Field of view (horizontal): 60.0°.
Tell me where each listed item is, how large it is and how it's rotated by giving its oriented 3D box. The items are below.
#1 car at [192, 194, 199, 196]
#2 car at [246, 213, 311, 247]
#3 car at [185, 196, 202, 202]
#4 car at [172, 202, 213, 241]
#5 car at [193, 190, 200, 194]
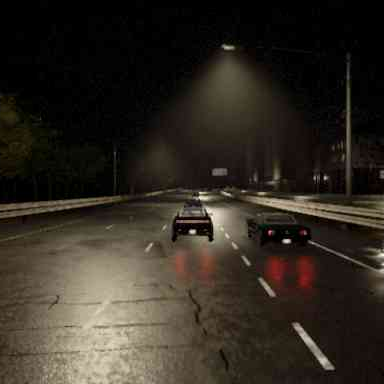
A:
[{"bbox_3d":[0.317,1.374,53.833,1.895,1.301,4.718,0,0,1],"label":"car"},{"bbox_3d":[3.626,1.587,14.917,1.895,1.301,4.718,0,0,0],"label":"car"},{"bbox_3d":[0.147,1.457,36.140,1.994,1.385,4.181,0,0,0],"label":"car"},{"bbox_3d":[0.033,1.472,16.487,2.128,1.511,4.902,0,0,0],"label":"car"},{"bbox_3d":[0.872,0.898,89.827,1.812,1.442,4.674,0,1,1],"label":"car"}]
